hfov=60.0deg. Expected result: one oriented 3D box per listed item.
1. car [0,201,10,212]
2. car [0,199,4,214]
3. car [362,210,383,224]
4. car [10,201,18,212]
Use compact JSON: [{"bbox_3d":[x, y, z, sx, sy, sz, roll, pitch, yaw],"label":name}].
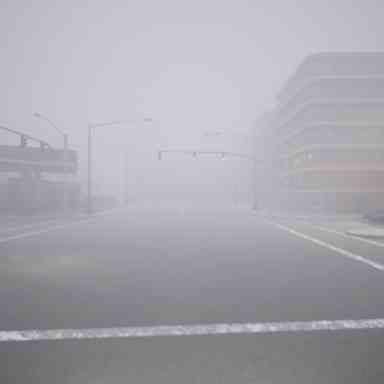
[{"bbox_3d":[-9.577,1.330,11.126,5.566,2.045,2.150,2,0,0],"label":"car"},{"bbox_3d":[-23.310,1.615,35.945,4.611,1.667,2.242,0,-1,1],"label":"car"},{"bbox_3d":[16.367,1.781,26.015,5.357,1.411,2.033,0,-1,0],"label":"car"},{"bbox_3d":[-24.026,1.827,41.694,3.806,1.475,1.970,0,-1,1],"label":"car"}]
